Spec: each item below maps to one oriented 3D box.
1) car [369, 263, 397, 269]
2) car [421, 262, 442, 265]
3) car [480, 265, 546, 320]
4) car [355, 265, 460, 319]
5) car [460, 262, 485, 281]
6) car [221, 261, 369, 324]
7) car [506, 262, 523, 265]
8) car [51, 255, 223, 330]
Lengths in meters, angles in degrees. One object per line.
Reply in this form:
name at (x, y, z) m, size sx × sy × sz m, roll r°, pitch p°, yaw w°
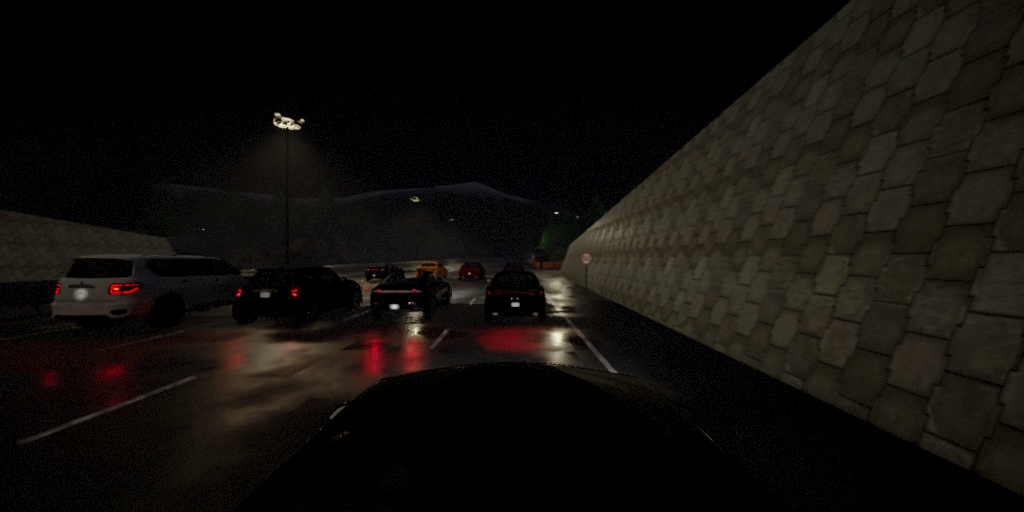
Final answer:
car at (-10.399, 1.273, 29.451) m, size 2.128 × 1.511 × 4.902 m, roll 0°, pitch 0°, yaw 0°
car at (-6.898, 1.261, 31.109) m, size 1.882 × 1.535 × 5.008 m, roll 0°, pitch 0°, yaw 0°
car at (0.101, 1.240, 12.723) m, size 1.882 × 1.535 × 5.008 m, roll 0°, pitch 0°, yaw 0°
car at (-3.400, 1.254, 12.796) m, size 2.128 × 1.511 × 4.902 m, roll 0°, pitch 0°, yaw 0°
car at (-3.398, 1.261, 31.114) m, size 1.882 × 1.535 × 5.008 m, roll 0°, pitch 0°, yaw 0°
car at (-6.900, 1.114, 12.146) m, size 2.097 × 1.767 × 4.553 m, roll 0°, pitch 0°, yaw 0°
car at (0.206, 1.262, 31.125) m, size 1.882 × 1.535 × 5.008 m, roll 0°, pitch 0°, yaw 2°
car at (-10.400, 0.982, 11.340) m, size 2.150 × 2.045 × 5.566 m, roll 0°, pitch 0°, yaw 0°
